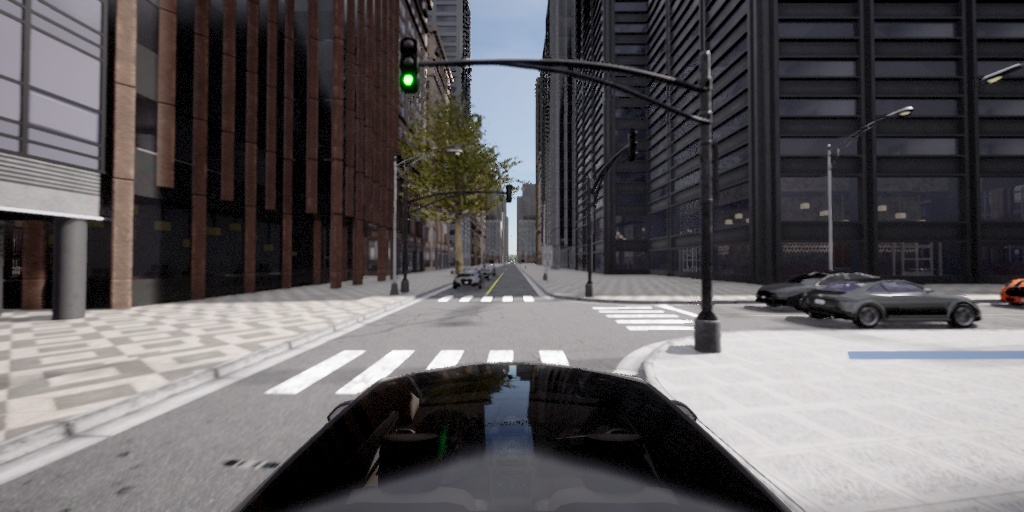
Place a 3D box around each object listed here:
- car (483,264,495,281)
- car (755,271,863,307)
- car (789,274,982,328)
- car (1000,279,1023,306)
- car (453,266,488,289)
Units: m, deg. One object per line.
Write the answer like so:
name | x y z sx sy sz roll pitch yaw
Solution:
car | -3.067 1.797 36.236 1.895 1.301 4.718 0 -1 0
car | 12.383 1.365 14.218 4.892 1.490 1.837 0 -1 0
car | 11.533 1.376 11.115 4.181 1.385 1.994 0 -1 0
car | 22.666 1.176 14.235 4.553 1.767 2.097 0 -1 0
car | -3.077 1.626 26.184 1.994 1.385 4.181 0 -1 0
